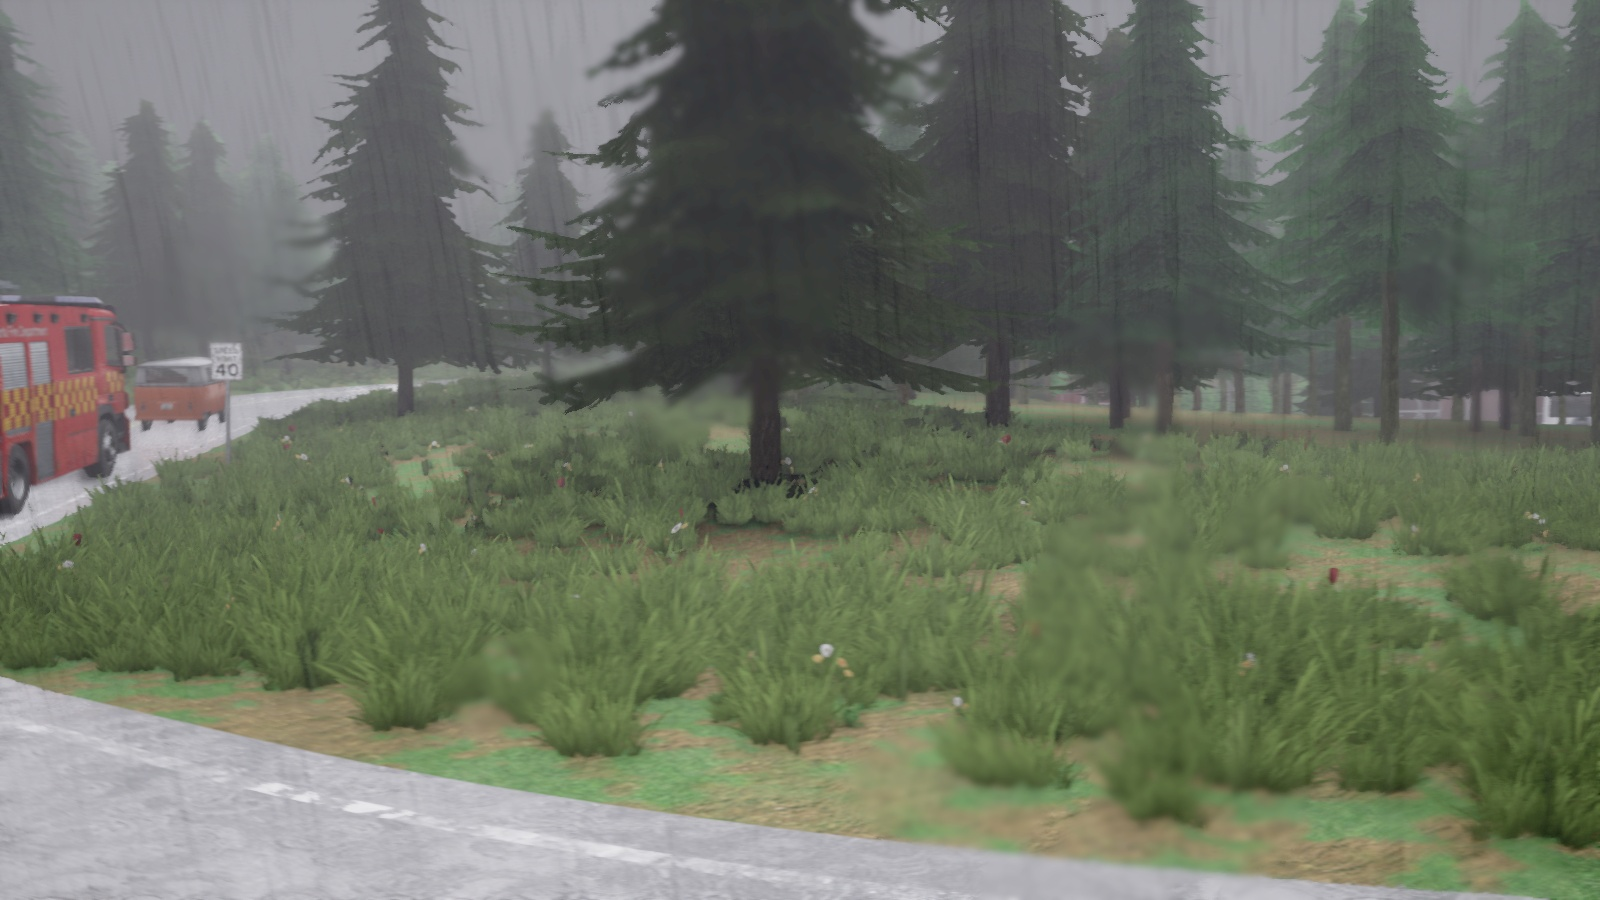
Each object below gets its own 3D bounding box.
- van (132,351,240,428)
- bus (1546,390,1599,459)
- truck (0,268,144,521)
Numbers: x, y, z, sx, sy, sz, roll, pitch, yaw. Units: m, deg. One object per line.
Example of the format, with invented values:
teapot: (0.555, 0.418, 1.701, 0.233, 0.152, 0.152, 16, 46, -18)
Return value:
van: (-17.865, -1.822, 36.754, 1.775, 1.987, 4.442, 0, 6, -12)
bus: (51.746, -1.530, 76.725, 3.944, 4.253, 10.273, 0, 1, -22)
truck: (-14.492, -1.239, 22.457, 2.891, 3.827, 8.468, 0, 6, -14)
